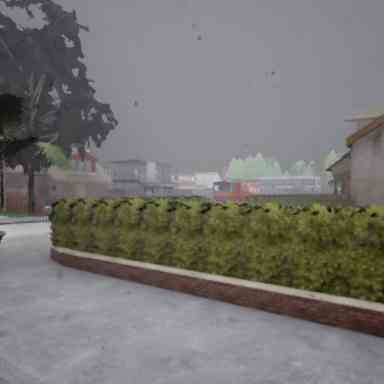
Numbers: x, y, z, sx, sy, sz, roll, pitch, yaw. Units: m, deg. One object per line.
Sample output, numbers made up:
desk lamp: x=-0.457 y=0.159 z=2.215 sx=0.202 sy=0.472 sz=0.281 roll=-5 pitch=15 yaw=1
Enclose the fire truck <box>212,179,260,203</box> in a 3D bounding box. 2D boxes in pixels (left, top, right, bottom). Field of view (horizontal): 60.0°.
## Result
fire truck: x=5.984 y=0.226 z=43.786 sx=2.891 sy=3.827 sz=8.468 roll=0 pitch=0 yaw=35
